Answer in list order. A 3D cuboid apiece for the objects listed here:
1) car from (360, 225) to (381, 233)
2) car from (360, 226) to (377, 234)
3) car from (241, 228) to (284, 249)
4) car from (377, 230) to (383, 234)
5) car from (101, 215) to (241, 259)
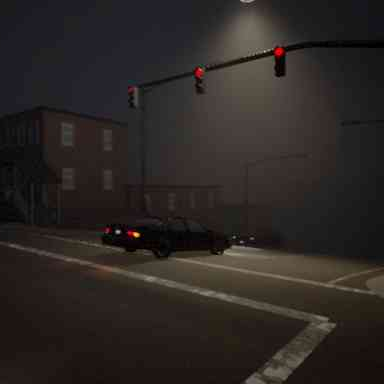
[{"bbox_3d":[40.835,8.477,76.288,1.853,1.218,4.536,0,1,-8],"label":"car"},{"bbox_3d":[40.843,8.635,76.238,2.038,1.542,4.974,0,1,-8],"label":"car"},{"bbox_3d":[4.989,3.354,24.412,2.033,1.411,5.357,0,-8,38],"label":"car"},{"bbox_3d":[44.459,8.653,73.382,4.974,1.542,2.038,0,1,2],"label":"car"},{"bbox_3d":[-0.675,1.586,12.320,2.033,1.411,5.357,0,-6,41],"label":"car"}]
